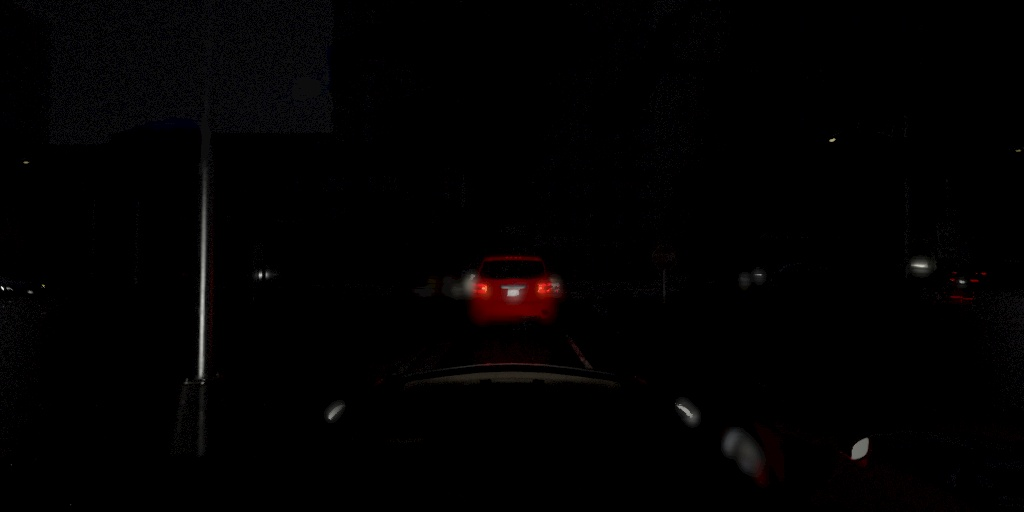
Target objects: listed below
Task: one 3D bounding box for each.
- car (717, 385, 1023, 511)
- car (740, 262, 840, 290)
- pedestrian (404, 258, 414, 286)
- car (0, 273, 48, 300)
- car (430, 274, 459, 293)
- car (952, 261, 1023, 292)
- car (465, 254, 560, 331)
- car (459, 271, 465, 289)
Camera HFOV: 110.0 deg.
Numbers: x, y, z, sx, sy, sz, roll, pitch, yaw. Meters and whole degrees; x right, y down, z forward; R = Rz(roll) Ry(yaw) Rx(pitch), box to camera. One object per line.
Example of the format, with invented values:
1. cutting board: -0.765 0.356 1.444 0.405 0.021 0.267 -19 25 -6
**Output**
1. car: 2.638 1.332 1.451 1.802 1.307 4.207 0 0 0
2. car: 15.795 1.101 20.519 4.902 1.511 2.128 0 -1 0
3. pedestrian: -6.814 1.015 23.537 0.375 1.860 0.375 0 0 0
4. car: -26.138 1.545 17.759 4.674 1.442 1.812 -1 -1 0
5. car: -1.888 1.320 20.597 5.357 1.411 2.033 -1 -1 0
6. car: 24.468 0.991 17.533 4.892 1.490 1.837 0 -1 0
7. car: -0.043 0.962 11.160 2.150 2.045 5.566 0 0 -2
8. car: 0.004 1.249 17.630 4.674 1.442 1.812 0 0 0
